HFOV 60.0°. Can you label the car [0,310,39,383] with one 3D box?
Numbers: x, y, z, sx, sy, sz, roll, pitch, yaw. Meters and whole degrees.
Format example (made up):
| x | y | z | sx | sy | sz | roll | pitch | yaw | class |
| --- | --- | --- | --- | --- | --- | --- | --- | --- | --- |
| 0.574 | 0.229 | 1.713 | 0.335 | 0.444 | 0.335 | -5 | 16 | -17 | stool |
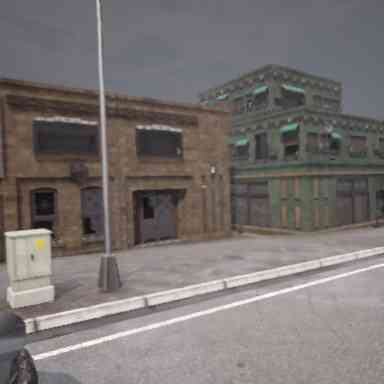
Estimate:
| x | y | z | sx | sy | sz | roll | pitch | yaw | class |
| --- | --- | --- | --- | --- | --- | --- | --- | --- | --- |
| -3.413 | 1.505 | 1.558 | 4.892 | 1.490 | 1.837 | 0 | 0 | -36 | car |
